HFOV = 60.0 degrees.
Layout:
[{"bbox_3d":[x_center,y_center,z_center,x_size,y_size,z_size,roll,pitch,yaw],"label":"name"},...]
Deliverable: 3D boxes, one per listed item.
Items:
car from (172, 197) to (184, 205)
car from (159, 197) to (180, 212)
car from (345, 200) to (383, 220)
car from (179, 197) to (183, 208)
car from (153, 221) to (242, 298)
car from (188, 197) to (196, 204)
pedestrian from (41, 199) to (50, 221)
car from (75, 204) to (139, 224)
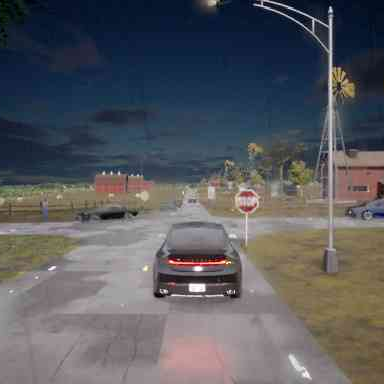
[{"bbox_3d":[-2.716,1.779,64.667,2.128,1.511,4.902,0,-1,1],"label":"car"},{"bbox_3d":[-2.796,1.644,39.955,1.994,1.385,4.181,0,0,0],"label":"car"},{"bbox_3d":[13.532,1.267,24.345,4.181,1.385,1.994,-1,1,-2],"label":"car"},{"bbox_3d":[-2.773,1.724,51.805,1.994,1.385,4.181,0,-1,-1],"label":"car"},{"bbox_3d":[0.139,1.507,8.506,1.837,1.490,4.892,0,0,1],"label":"car"},{"bbox_3d":[0.099,1.999,78.923,1.812,1.442,4.674,0,-1,0],"label":"car"},{"bbox_3d":[-12.120,1.465,27.530,0.375,1.860,0.375,0,2,0],"label":"pedestrian"},{"bbox_3d":[-6.611,1.668,26.075,4.718,1.301,1.895,-1,0,-44],"label":"car"}]
